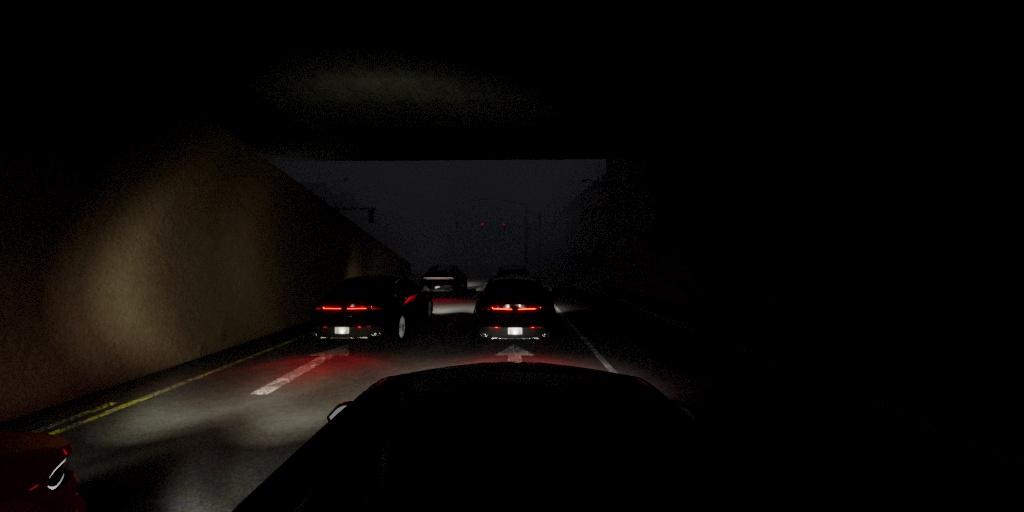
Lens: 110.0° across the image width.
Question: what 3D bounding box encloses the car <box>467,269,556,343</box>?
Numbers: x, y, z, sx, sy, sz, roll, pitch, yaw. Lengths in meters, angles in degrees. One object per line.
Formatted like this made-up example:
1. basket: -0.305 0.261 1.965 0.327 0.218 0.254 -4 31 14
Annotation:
1. car: 0.055 1.254 9.603 1.837 1.490 4.892 0 0 0

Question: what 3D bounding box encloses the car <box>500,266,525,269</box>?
1. car: 0.017 1.254 19.013 1.837 1.490 4.892 0 0 0

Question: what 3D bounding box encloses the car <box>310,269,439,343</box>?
1. car: -3.445 1.254 9.661 1.837 1.490 4.892 0 0 0

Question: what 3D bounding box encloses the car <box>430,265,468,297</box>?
1. car: -3.479 1.240 18.978 2.128 1.511 4.902 0 0 -1
